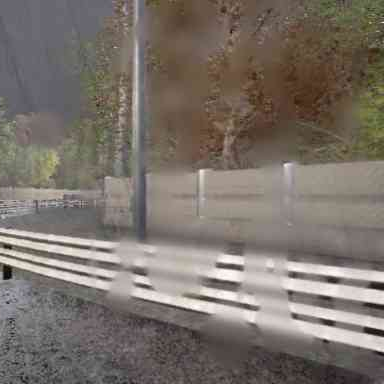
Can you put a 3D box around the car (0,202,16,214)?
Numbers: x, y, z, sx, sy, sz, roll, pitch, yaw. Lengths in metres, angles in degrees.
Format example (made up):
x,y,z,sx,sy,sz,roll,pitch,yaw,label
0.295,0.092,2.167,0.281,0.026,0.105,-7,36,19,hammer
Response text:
x,y,z,sx,sy,sz,roll,pitch,yaw,label
-20.197,1.702,34.036,2.033,1.411,5.357,0,0,-1,car

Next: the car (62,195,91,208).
x,y,z,sx,sy,sz,roll,pitch,yaw,label
-18.168,1.416,52.339,2.150,2.045,5.566,0,0,13,car
